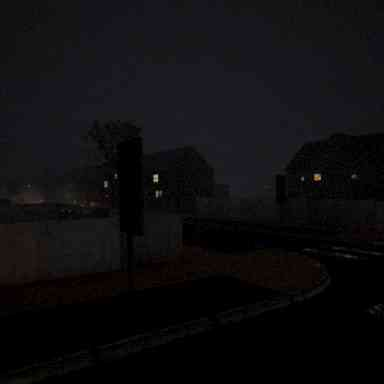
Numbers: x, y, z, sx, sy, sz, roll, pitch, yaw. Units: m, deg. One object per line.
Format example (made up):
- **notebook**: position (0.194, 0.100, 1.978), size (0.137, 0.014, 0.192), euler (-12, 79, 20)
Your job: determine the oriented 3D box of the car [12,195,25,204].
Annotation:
- **car**: position (-42.771, 2.046, 82.645), size (1.882, 1.535, 5.008), euler (-2, 0, -35)
